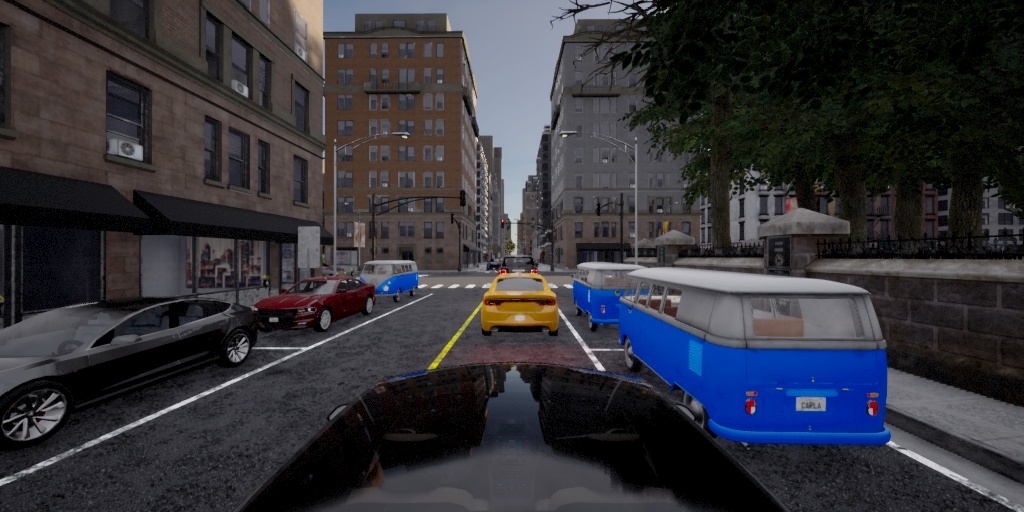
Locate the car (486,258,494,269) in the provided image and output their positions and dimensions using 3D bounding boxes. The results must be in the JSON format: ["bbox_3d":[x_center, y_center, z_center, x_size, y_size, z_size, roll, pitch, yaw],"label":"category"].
[{"bbox_3d":[-2.301,1.085,49.676,2.097,1.767,4.553,0,0,2],"label":"car"}]

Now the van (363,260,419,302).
[{"bbox_3d":[-5.580,1.087,16.543,1.690,1.789,3.998,0,0,1],"label":"van"}]

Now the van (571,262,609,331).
[{"bbox_3d":[2.830,1.089,10.723,1.690,1.789,3.998,0,0,1],"label":"van"}]

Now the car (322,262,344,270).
[{"bbox_3d":[-16.200,1.279,28.671,5.357,1.411,2.033,0,0,1],"label":"car"}]

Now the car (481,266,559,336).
[{"bbox_3d":[0.226,1.226,10.470,1.882,1.535,5.008,0,0,1],"label":"car"}]

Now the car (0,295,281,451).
[{"bbox_3d":[-5.807,1.315,5.225,1.948,1.339,4.313,0,0,1],"label":"car"}]

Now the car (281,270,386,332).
[{"bbox_3d":[-5.694,1.294,10.884,1.888,1.381,4.507,0,0,1],"label":"car"}]

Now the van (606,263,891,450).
[{"bbox_3d":[2.716,1.090,5.066,1.690,1.789,3.998,0,0,1],"label":"van"}]

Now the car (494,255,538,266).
[{"bbox_3d":[0.332,0.965,20.426,2.150,2.045,5.566,0,0,0],"label":"car"}]
